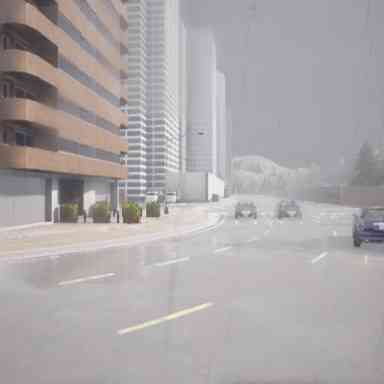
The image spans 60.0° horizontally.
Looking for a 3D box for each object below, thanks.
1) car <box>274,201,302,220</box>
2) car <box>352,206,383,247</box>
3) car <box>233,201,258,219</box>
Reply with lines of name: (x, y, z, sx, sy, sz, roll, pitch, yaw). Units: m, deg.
car: (8.095, 1.517, 28.238, 2.128, 1.511, 4.902, 0, 0, 8)
car: (8.182, 1.363, 14.515, 2.097, 1.767, 4.553, 0, 0, 26)
car: (4.634, 1.517, 28.754, 2.128, 1.511, 4.902, 0, 0, 8)
